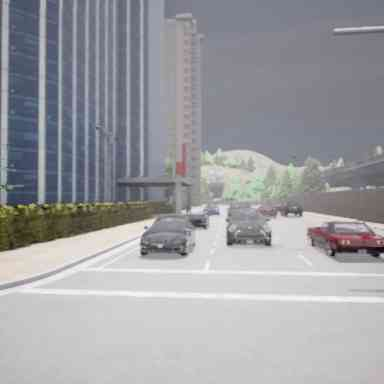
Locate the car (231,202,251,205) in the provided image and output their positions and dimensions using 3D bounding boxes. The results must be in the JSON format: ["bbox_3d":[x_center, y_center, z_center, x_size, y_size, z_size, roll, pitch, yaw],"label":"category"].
[{"bbox_3d":[4.190,1.868,28.622,2.150,2.045,5.566,0,-2,7],"label":"car"}]

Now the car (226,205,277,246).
[{"bbox_3d":[2.901,1.732,17.356,2.097,1.767,4.553,0,-1,6],"label":"car"}]

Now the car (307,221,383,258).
[{"bbox_3d":[6.324,1.888,14.106,1.895,1.301,4.718,0,-1,6],"label":"car"}]

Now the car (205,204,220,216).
[{"bbox_3d":[2.967,2.470,48.151,2.097,1.767,4.553,0,-1,7],"label":"car"}]

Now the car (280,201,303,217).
[{"bbox_3d":[13.107,2.192,43.808,2.150,2.045,5.566,0,-1,7],"label":"car"}]

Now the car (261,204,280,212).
[{"bbox_3d":[9.485,2.305,42.406,2.097,1.767,4.553,0,-1,7],"label":"car"}]

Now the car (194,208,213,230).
[{"bbox_3d":[0.384,2.203,26.144,1.895,1.301,4.718,0,-1,7],"label":"car"}]

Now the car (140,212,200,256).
[{"bbox_3d":[-0.909,1.840,14.817,1.837,1.490,4.892,0,-1,7],"label":"car"}]

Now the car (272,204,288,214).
[{"bbox_3d":[14.263,2.694,54.279,1.882,1.535,5.008,0,-1,7],"label":"car"}]

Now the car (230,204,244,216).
[{"bbox_3d":[6.336,2.550,46.857,1.882,1.535,5.008,0,-2,7],"label":"car"}]
